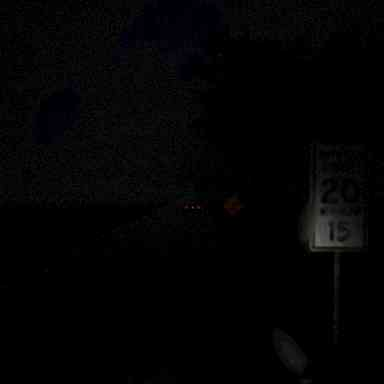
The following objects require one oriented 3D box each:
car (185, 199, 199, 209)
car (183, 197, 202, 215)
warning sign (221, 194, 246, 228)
[{"bbox_3d":[-0.032,1.714,47.596,1.895,1.301,4.718,0,0,0],"label":"car"},{"bbox_3d":[0.069,1.601,35.237,2.033,1.411,5.357,0,0,0],"label":"car"},{"bbox_3d":[2.475,1.122,19.915,1.300,1.860,1.060,3,3,0],"label":"warning sign"}]
